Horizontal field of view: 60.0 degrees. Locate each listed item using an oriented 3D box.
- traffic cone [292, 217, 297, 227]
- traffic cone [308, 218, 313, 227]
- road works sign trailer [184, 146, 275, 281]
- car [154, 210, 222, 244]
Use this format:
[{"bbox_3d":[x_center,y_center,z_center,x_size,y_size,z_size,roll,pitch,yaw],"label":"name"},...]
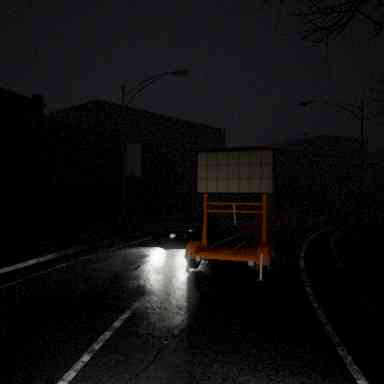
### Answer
[{"bbox_3d":[6.745,1.967,21.902,0.340,0.580,0.340,1,0,23],"label":"traffic cone"},{"bbox_3d":[7.666,1.979,21.513,0.340,0.580,0.340,1,0,23],"label":"traffic cone"},{"bbox_3d":[1.317,0.460,10.107,2.380,3.560,2.880,0,0,21],"label":"road works sign trailer"},{"bbox_3d":[-0.060,1.544,14.998,1.994,1.385,4.181,1,0,21],"label":"car"}]
